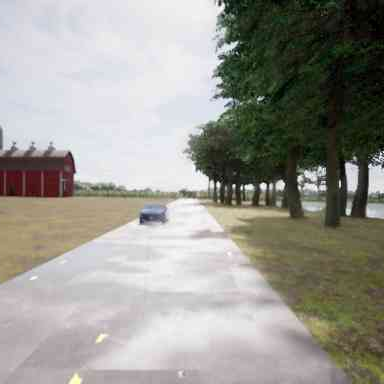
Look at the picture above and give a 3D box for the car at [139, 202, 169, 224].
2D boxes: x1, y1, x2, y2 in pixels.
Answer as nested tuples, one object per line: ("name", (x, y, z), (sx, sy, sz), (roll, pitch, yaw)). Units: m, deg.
("car", (-2.779, 1.502, 25.188), (1.882, 1.535, 5.008), (0, 0, 0))
